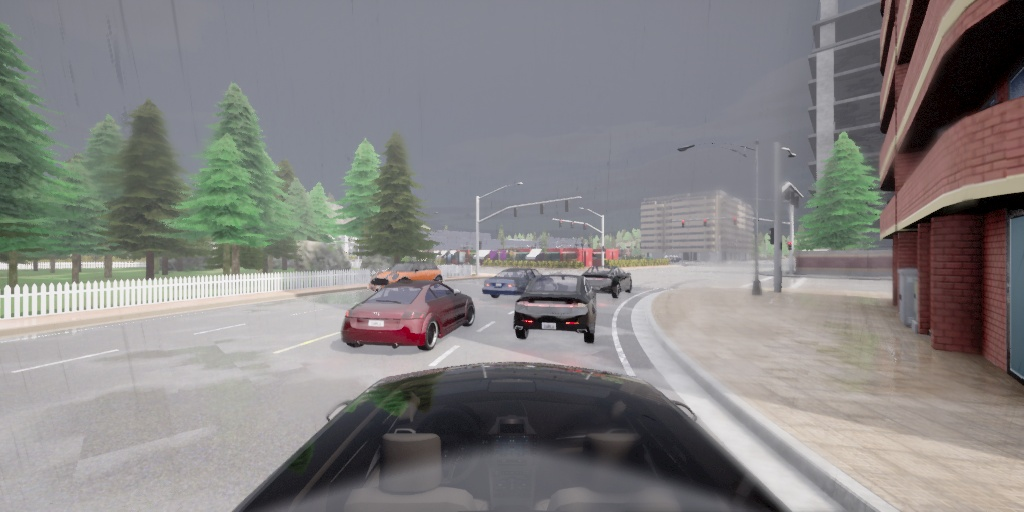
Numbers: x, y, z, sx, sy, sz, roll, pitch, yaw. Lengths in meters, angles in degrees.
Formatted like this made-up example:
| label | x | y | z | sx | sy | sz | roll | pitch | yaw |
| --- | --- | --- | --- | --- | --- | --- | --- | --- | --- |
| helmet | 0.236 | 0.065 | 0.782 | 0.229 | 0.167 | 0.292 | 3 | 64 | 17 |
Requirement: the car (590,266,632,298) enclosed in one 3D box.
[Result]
| label | x | y | z | sx | sy | sz | roll | pitch | yaw |
| --- | --- | --- | --- | --- | --- | --- | --- | --- | --- |
| car | 4.856 | 1.236 | 18.364 | 2.128 | 1.511 | 4.902 | 1 | 1 | 29 |

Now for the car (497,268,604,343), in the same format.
| label | x | y | z | sx | sy | sz | roll | pitch | yaw |
| --- | --- | --- | --- | --- | --- | --- | --- | --- | --- |
| car | 1.355 | 1.242 | 9.807 | 2.128 | 1.511 | 4.902 | 0 | 0 | 14 |

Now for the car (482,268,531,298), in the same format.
| label | x | y | z | sx | sy | sz | roll | pitch | yaw |
| --- | --- | --- | --- | --- | --- | --- | --- | --- | --- |
| car | 0.483 | 1.297 | 17.855 | 2.033 | 1.411 | 5.357 | 0 | 0 | 25 |

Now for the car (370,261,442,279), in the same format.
| label | x | y | z | sx | sy | sz | roll | pitch | yaw |
| --- | --- | --- | --- | --- | --- | --- | --- | --- | --- |
| car | -6.071 | 1.112 | 20.968 | 2.097 | 1.767 | 4.553 | 0 | 0 | 26 |

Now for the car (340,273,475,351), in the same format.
| label | x | y | z | sx | sy | sz | roll | pitch | yaw |
| --- | --- | --- | --- | --- | --- | --- | --- | --- | --- |
| car | -2.356 | 1.314 | 9.140 | 1.994 | 1.385 | 4.181 | 0 | 0 | 10 |
